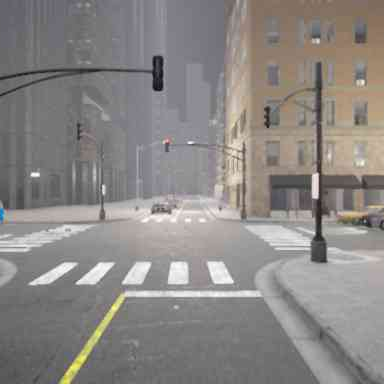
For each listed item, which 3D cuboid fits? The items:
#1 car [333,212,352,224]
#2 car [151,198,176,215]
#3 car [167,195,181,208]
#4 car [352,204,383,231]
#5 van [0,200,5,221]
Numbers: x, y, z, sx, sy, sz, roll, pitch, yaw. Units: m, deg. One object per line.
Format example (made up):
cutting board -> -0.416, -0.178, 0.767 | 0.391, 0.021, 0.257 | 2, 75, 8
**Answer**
car -> 12.143, 1.517, 22.492 | 4.829, 1.417, 1.752 | 0, 0, -1
car -> -3.052, 1.569, 34.148 | 1.994, 1.385, 4.181 | 0, 0, 0
car -> -3.026, 1.497, 46.149 | 2.128, 1.511, 4.902 | 0, 0, 0
car -> 12.244, 1.554, 19.735 | 4.181, 1.385, 1.994 | 0, 0, 0
van -> -14.700, 1.376, 22.117 | 3.998, 1.788, 1.690 | 0, 0, -1
